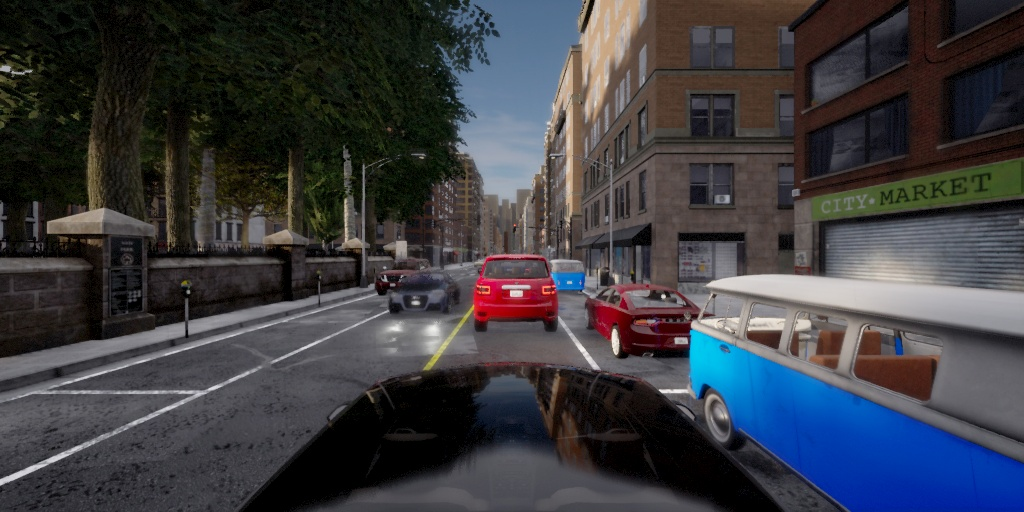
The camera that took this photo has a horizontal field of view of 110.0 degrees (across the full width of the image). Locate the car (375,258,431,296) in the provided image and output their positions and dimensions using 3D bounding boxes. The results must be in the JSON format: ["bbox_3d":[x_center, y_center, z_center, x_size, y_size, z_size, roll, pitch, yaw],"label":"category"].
[{"bbox_3d":[-5.671,1.059,19.557,2.192,1.841,5.009,0,0,0],"label":"car"}]

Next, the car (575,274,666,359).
[{"bbox_3d":[2.855,1.294,8.277,1.888,1.381,4.507,0,0,0],"label":"car"}]

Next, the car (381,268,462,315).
[{"bbox_3d":[-3.095,1.311,13.495,1.994,1.385,4.181,0,0,0],"label":"car"}]

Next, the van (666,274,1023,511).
[{"bbox_3d":[2.856,1.091,2.616,1.690,1.789,3.998,0,0,0],"label":"van"}]

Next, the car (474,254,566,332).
[{"bbox_3d":[0.096,0.970,11.036,2.150,2.045,5.566,0,0,0],"label":"car"}]

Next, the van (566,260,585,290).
[{"bbox_3d":[2.854,1.085,19.598,1.690,1.789,3.998,0,0,0],"label":"van"}]
